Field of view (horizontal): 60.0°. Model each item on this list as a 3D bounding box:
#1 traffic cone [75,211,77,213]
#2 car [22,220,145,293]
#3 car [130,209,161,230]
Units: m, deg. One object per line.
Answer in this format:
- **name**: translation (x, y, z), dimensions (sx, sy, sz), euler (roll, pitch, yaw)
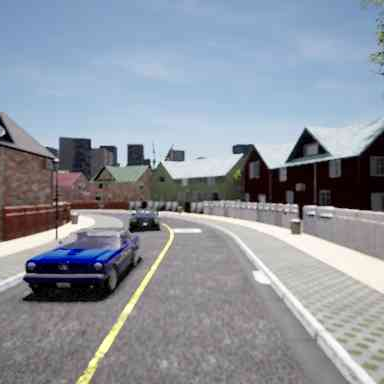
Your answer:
- **traffic cone**: translation (-16.332, 2.793, 46.815), dimensions (0.340, 0.580, 0.340), euler (-2, -2, 44)
- **car**: translation (-2.718, 1.706, 9.305), dimensions (1.895, 1.301, 4.718), euler (0, -1, 1)
- **car**: translation (-3.234, 1.866, 23.020), dimensions (1.994, 1.385, 4.181), euler (0, -1, -8)
